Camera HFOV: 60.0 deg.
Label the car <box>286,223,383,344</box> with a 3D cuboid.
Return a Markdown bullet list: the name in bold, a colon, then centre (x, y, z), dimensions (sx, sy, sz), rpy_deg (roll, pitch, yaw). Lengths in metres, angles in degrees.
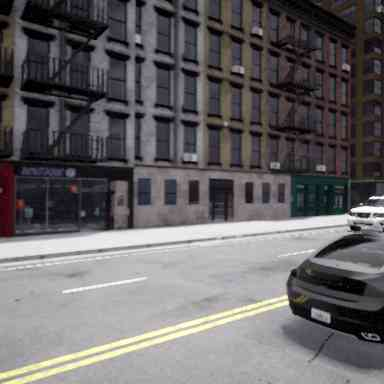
- **car**: centre (3.807, 1.518, 6.152), dimensions (4.892, 1.490, 1.837), rpy_deg (0, 0, -35)

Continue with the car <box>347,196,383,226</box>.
- **car**: centre (11.577, 1.264, 19.800), dimensions (5.566, 2.045, 2.150), rpy_deg (0, 0, -35)
